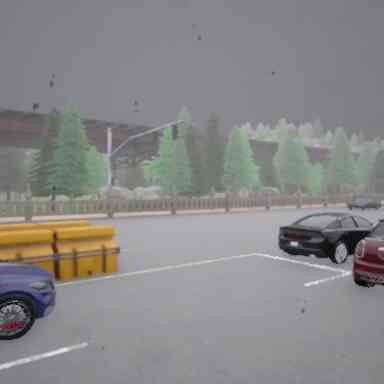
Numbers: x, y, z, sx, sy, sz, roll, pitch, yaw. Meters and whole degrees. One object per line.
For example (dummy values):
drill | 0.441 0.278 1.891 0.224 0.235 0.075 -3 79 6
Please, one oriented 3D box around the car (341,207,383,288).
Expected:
car | 5.877 1.331 7.948 4.553 1.767 2.097 0 0 -35

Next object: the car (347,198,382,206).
car | 21.040 1.456 40.494 5.357 1.411 2.033 0 0 -35

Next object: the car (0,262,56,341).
car | -4.500 1.528 4.837 4.674 1.442 1.812 0 0 -35

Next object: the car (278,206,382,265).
car | 5.184 1.453 11.747 5.008 1.535 1.882 0 0 -35
